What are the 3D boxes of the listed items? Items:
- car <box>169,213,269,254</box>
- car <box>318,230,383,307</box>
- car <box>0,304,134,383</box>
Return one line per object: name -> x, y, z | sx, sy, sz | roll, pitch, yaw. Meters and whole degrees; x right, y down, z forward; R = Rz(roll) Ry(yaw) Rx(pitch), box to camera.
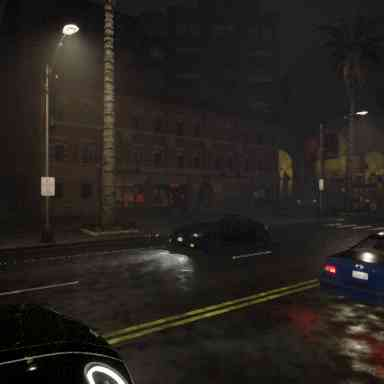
car -> 1.177, 1.564, 13.481 | 4.181, 1.385, 1.994 | 0, 0, -36
car -> 5.077, 1.547, 7.460 | 5.357, 1.411, 2.033 | 0, 0, -35
car -> -2.556, 1.352, 1.868 | 4.553, 1.767, 2.097 | 0, 0, -36
